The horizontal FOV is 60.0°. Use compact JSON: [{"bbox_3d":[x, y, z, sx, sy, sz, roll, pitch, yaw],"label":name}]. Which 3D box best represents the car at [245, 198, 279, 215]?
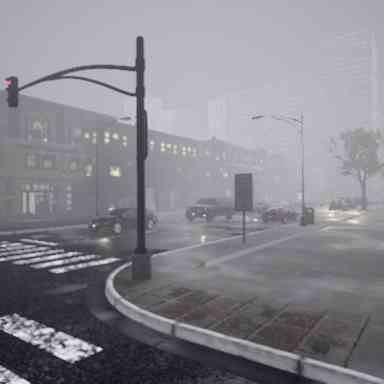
[{"bbox_3d":[7.599,1.780,37.459,2.128,1.511,4.902,-1,-1,35],"label":"car"}]

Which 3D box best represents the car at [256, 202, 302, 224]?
[{"bbox_3d":[7.105,1.744,26.624,1.887,1.381,4.507,-1,-1,35],"label":"car"}]

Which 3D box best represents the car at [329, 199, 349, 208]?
[{"bbox_3d":[25.259,1.953,57.039,2.033,1.411,5.357,-1,-1,35],"label":"car"}]

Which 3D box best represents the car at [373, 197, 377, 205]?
[{"bbox_3d":[35.657,2.050,67.342,1.802,1.307,4.206,-1,-1,35],"label":"car"}]

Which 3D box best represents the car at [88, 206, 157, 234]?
[{"bbox_3d":[-4.184,1.697,20.755,1.837,1.490,4.892,-1,-1,34],"label":"car"}]

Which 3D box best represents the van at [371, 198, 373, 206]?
[{"bbox_3d":[32.478,1.777,62.824,1.690,1.788,3.998,-1,-1,35],"label":"van"}]

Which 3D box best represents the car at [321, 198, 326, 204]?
[{"bbox_3d":[28.799,1.972,72.161,1.967,1.590,4.097,-1,-1,35],"label":"car"}]

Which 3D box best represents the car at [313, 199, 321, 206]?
[{"bbox_3d":[22.445,2.019,63.119,2.008,1.369,4.403,-1,-1,35],"label":"car"}]

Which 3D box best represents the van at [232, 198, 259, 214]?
[{"bbox_3d":[6.557,1.659,40.515,1.690,1.788,3.998,-1,-1,35],"label":"van"}]

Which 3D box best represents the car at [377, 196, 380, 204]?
[{"bbox_3d":[38.932,2.027,72.003,1.752,1.417,4.829,-1,-1,35],"label":"car"}]

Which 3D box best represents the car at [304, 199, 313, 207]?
[{"bbox_3d":[19.268,1.988,58.597,2.008,1.369,4.403,-1,-1,35],"label":"car"}]

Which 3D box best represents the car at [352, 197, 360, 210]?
[{"bbox_3d":[22.946,1.658,49.261,2.192,1.841,5.009,-1,-1,35],"label":"car"}]

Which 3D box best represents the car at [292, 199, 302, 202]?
[{"bbox_3d":[16.091,1.957,54.076,2.008,1.369,4.403,-1,-1,35],"label":"car"}]

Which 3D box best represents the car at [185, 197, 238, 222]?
[{"bbox_3d":[1.693,1.460,29.081,2.150,2.045,5.566,-1,-1,35],"label":"car"}]

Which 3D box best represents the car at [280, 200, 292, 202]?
[{"bbox_3d":[12.815,1.901,49.416,1.752,1.417,4.829,-1,-1,35],"label":"car"}]

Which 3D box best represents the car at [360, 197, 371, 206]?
[{"bbox_3d":[29.301,1.720,58.304,2.192,1.841,5.009,-1,-1,35],"label":"car"}]

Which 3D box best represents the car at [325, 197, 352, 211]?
[{"bbox_3d":[19.769,1.753,44.739,1.967,1.590,4.097,-1,-1,35],"label":"car"}]

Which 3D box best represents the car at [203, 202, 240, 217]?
[{"bbox_3d":[3.284,1.815,35.852,1.752,1.417,4.829,-1,-1,35],"label":"car"}]

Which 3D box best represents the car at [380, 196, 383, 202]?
[{"bbox_3d":[42.011,2.116,76.384,1.802,1.307,4.206,-1,-1,35],"label":"car"}]

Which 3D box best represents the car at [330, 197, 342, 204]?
[{"bbox_3d":[35.153,2.038,81.204,1.967,1.590,4.097,-1,-1,35],"label":"car"}]
